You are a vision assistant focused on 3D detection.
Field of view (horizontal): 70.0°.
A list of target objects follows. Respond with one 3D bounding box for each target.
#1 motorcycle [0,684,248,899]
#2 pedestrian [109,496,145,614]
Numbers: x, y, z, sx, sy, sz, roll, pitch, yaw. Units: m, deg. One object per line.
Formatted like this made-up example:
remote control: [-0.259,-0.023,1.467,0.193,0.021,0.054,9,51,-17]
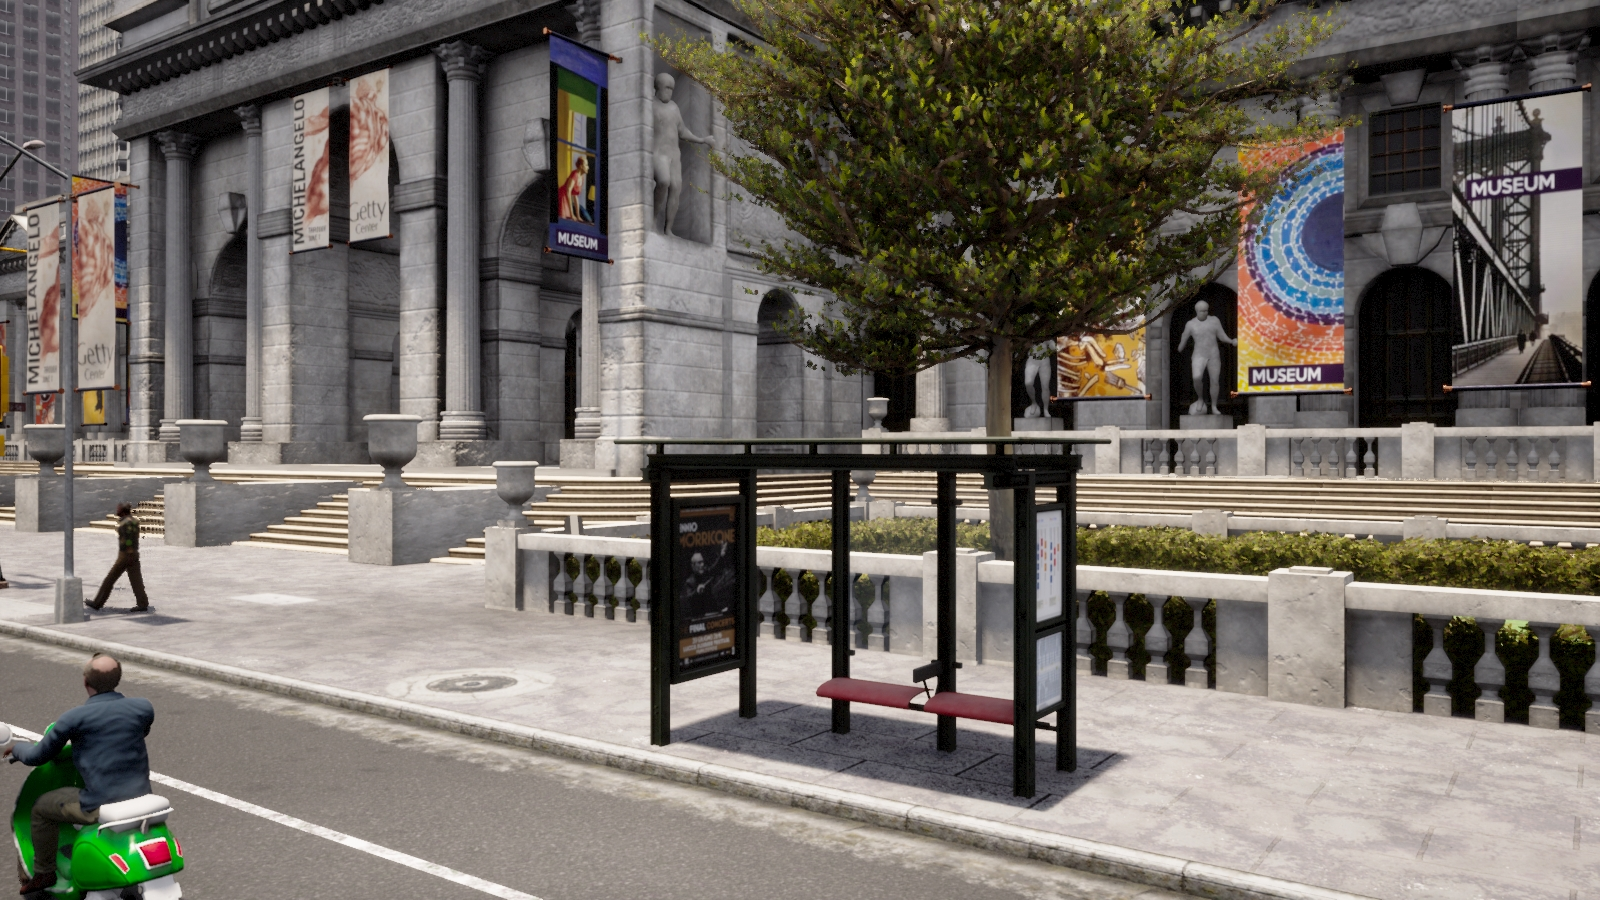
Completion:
motorcycle: [-4.141,2.178,6.695,1.805,1.236,0.856,1,1,35]
pedestrian: [-10.863,1.688,18.453,0.375,1.860,0.375,0,0,-4]
